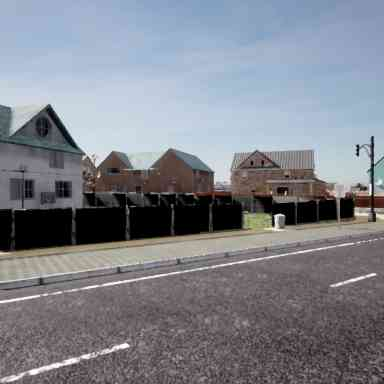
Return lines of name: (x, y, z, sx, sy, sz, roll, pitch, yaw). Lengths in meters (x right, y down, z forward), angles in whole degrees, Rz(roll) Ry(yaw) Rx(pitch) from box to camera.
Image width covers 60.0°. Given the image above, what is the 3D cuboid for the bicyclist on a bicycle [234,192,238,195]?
bicyclist on a bicycle: (5.196, 0.794, 39.574, 0.582, 1.620, 1.656, 1, 1, 19)
